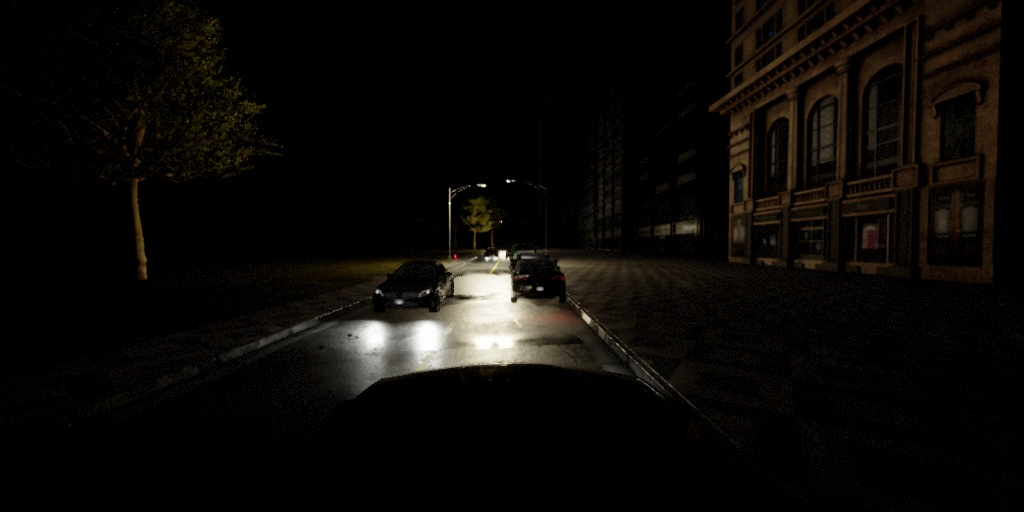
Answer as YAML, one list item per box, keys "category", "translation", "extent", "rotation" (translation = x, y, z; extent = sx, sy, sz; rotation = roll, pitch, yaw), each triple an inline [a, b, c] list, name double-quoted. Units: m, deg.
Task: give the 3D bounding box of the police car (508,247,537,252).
- category: "police car"
  translation: [0.900, 0.407, 24.044]
  extent: [1.930, 1.638, 5.238]
  rotation: [0, 2, 0]

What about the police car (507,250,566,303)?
- category: "police car"
  translation: [0.901, 0.753, 14.049]
  extent: [1.930, 1.638, 5.238]
  rotation: [0, 2, 0]

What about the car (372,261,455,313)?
- category: "car"
  translation: [-3.100, 0.919, 12.174]
  extent: [1.812, 1.442, 4.674]
  rotation: [0, 2, 0]

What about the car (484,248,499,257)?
- category: "car"
  translation: [-3.068, -0.532, 54.210]
  extent: [1.994, 1.385, 4.181]
  rotation: [0, 2, 0]

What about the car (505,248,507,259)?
- category: "car"
  translation: [0.009, -0.396, 49.985]
  extent: [2.033, 1.411, 5.357]
  rotation: [0, 2, 0]

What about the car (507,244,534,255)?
- category: "car"
  translation: [0.898, -0.002, 29.954]
  extent: [2.150, 2.045, 5.566]
  rotation: [0, 2, 0]
